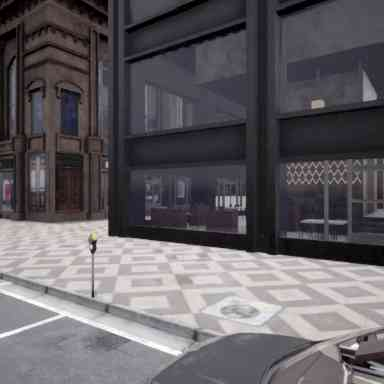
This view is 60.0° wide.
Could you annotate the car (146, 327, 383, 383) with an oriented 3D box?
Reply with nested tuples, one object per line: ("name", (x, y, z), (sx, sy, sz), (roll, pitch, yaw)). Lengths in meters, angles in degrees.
("car", (1.559, 1.551, 1.853), (4.403, 1.369, 2.008), (0, 0, 35))
